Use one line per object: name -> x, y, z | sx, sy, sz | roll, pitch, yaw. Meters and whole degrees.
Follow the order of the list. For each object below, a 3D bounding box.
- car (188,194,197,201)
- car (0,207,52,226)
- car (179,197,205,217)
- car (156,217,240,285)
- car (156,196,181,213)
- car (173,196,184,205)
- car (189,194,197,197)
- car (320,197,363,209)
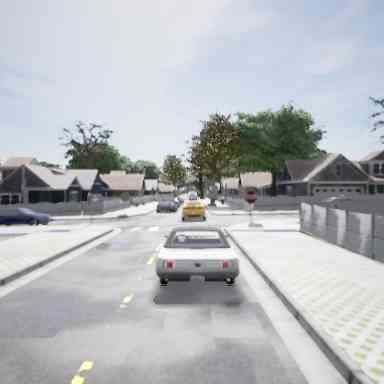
car -> 0.223, 1.279, 80.432 | 2.097, 1.767, 4.553 | 0, 0, 0
car -> -12.975, 1.884, 25.020 | 4.674, 1.442, 1.812 | -2, 0, 2
car -> 0.142, 1.483, 28.692 | 1.882, 1.535, 5.008 | -1, 0, 0
car -> 0.129, 1.626, 9.540 | 1.895, 1.301, 4.718 | 0, 0, 0
car -> -2.820, 1.402, 38.315 | 2.097, 1.767, 4.553 | 0, 0, 2
car -> -2.610, 1.595, 63.710 | 1.812, 1.442, 4.674 | 0, 0, 1
car -> 0.194, 1.593, 70.041 | 2.128, 1.511, 4.902 | 0, 0, 0
car -> 12.081, 1.155, 28.154 | 4.902, 1.511, 2.128 | -2, 0, 0
